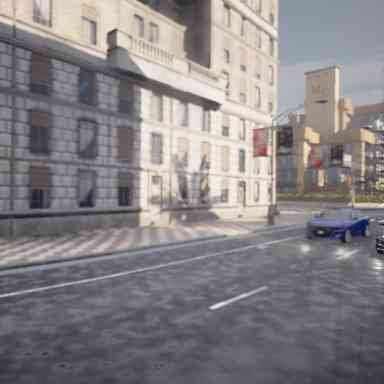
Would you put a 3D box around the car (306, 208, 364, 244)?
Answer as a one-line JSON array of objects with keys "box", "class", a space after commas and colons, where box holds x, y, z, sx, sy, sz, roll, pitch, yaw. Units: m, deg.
[{"box": [7.533, 1.597, 16.958, 1.882, 1.535, 5.008, 1, 0, 43], "class": "car"}]

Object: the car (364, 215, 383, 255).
[{"box": [8.774, 1.616, 13.146, 2.128, 1.511, 4.902, 0, 0, 43], "class": "car"}]
